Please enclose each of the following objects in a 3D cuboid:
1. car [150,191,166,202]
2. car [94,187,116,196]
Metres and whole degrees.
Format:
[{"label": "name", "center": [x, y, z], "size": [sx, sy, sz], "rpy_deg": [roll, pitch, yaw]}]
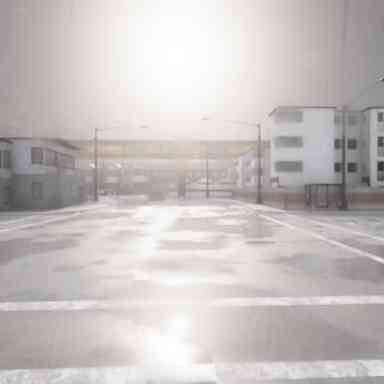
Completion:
[{"label": "car", "center": [-5.090, 0.718, 49.203], "size": [1.837, 1.490, 4.892], "rpy_deg": [2, 2, -15]}, {"label": "car", "center": [-18.440, -0.143, 70.280], "size": [5.566, 2.045, 2.150], "rpy_deg": [0, 1, 41]}]
